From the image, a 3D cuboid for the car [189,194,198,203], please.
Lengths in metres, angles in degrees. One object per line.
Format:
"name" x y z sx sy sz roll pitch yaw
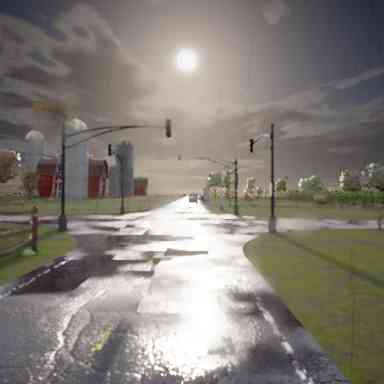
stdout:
"car" 0.267 1.724 77.421 2.128 1.511 4.902 0 0 0
